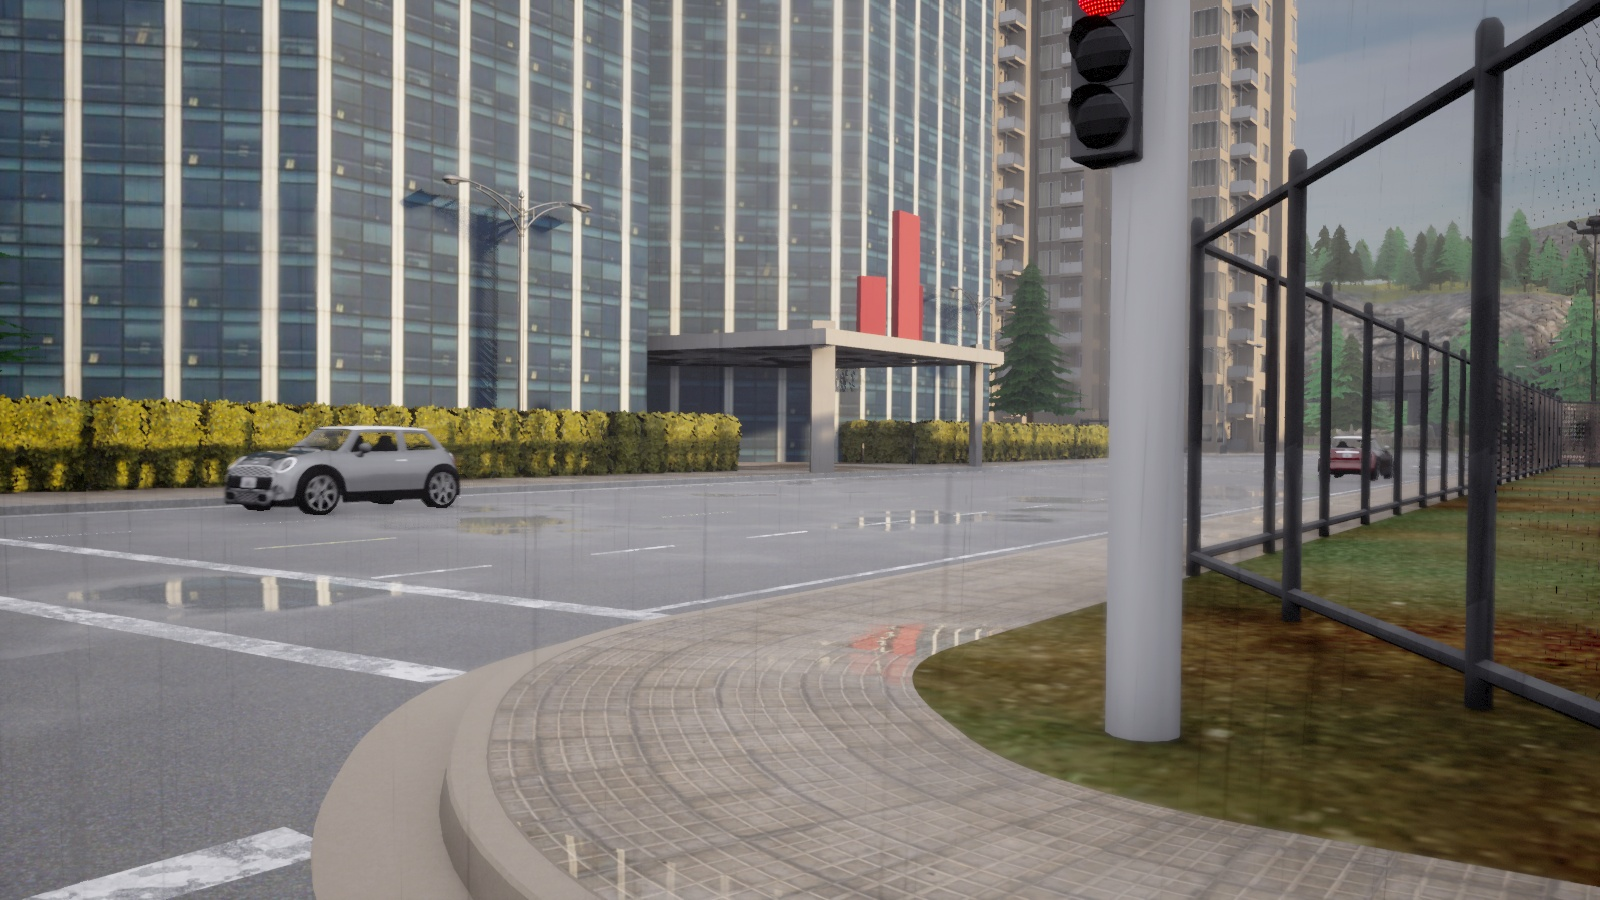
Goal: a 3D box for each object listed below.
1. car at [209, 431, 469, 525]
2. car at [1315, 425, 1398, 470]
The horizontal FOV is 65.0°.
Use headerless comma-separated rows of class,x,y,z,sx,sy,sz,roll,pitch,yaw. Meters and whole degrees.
car,-7.922,0.415,21.863,1.970,1.475,3.806,0,1,34
car,19.185,-0.122,43.187,1.970,1.475,3.806,0,1,34
